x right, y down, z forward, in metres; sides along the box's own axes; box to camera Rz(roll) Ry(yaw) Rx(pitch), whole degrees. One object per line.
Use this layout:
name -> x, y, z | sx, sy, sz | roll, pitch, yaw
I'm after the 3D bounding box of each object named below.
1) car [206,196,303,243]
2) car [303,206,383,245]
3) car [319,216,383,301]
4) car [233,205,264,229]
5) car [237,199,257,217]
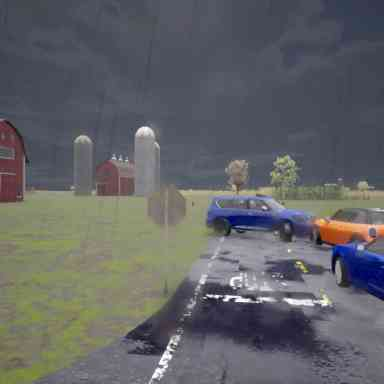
car -> 3.317, 1.218, 16.492 | 5.566, 2.045, 2.150 | 0, 0, 37
car -> 6.316, 1.364, 12.657 | 2.097, 1.767, 4.553 | 0, 0, -5
car -> 4.470, 1.480, 6.311 | 1.882, 1.535, 5.008 | 0, 0, -3
car -> 3.818, 1.601, 22.711 | 1.895, 1.301, 4.718 | 0, 0, 9
car -> 5.454, 1.502, 33.022 | 1.837, 1.490, 4.892 | 0, 0, 9
